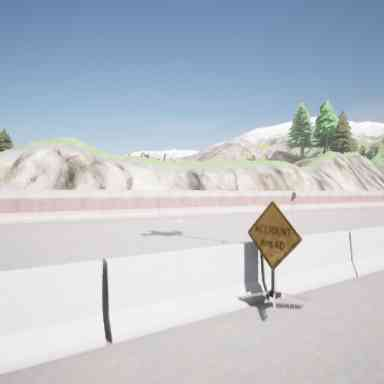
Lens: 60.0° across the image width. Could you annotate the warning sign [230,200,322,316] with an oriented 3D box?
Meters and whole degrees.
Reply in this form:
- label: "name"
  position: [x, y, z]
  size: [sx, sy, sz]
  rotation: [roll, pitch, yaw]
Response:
- label: "warning sign"
  position: [1.548, 1.098, 6.263]
  size: [1.060, 1.860, 1.300]
  rotation: [0, 0, -35]
